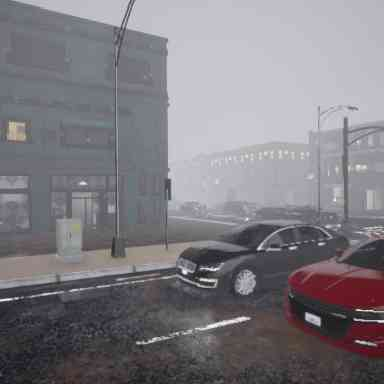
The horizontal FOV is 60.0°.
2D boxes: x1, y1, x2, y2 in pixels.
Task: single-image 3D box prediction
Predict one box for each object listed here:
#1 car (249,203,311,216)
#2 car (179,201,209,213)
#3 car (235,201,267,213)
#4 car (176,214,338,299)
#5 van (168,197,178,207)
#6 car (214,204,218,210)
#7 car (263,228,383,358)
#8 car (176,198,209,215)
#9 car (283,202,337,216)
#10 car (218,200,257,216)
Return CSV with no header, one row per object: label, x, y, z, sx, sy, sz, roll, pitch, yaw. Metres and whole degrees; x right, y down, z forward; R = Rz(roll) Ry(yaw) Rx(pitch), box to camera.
car,6.938,1.814,26.605,1.947,1.339,4.313,-1,0,-29
car,0.194,1.959,44.170,1.812,1.442,4.674,-1,0,-30
car,7.544,1.904,42.869,1.802,1.307,4.206,-1,0,-29
car,1.958,1.505,8.462,4.892,1.490,1.837,0,0,-29
van,-3.316,1.908,62.166,1.690,1.788,3.998,-1,0,-29
car,4.831,1.966,47.693,1.802,1.307,4.206,-1,0,-29
car,3.833,1.476,5.789,5.008,1.535,1.882,0,0,-29
car,0.238,1.847,38.759,1.967,1.590,4.097,-1,0,-29
car,9.705,1.776,27.233,1.994,1.385,4.181,-1,0,-29
car,5.152,1.671,35.326,2.097,1.767,4.553,-1,0,-29
